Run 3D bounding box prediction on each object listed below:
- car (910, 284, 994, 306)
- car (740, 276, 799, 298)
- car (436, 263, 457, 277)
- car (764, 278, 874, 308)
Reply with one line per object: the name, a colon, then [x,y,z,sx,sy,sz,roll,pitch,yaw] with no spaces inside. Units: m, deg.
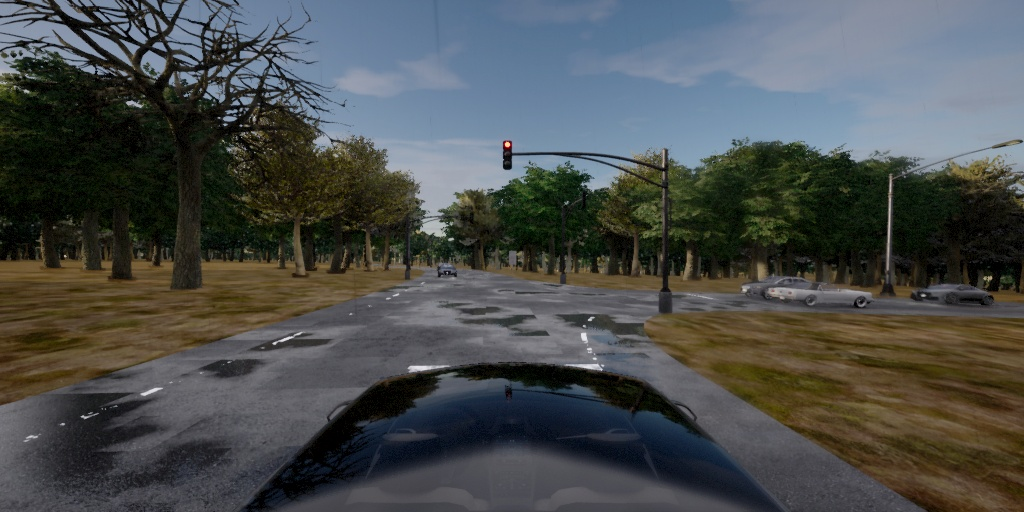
car: [30.130,2.594,24.627,4.181,1.385,1.994,2,0,-3]
car: [17.846,2.084,23.936,4.902,1.511,2.128,2,0,-5]
car: [-7.136,1.619,39.692,1.994,1.385,4.181,0,-1,-10]
car: [17.436,2.149,20.296,4.718,1.301,1.895,2,0,-3]
